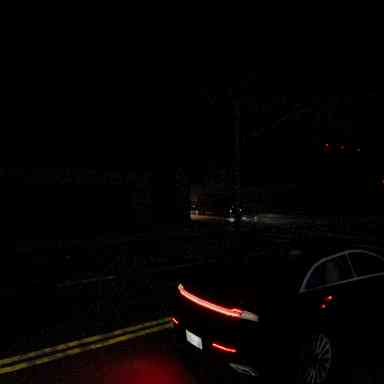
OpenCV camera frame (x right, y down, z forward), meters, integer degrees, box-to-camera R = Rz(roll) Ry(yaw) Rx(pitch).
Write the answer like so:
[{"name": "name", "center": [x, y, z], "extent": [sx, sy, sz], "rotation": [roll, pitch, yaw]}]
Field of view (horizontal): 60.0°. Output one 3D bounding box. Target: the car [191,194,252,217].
[{"name": "car", "center": [2.578, 1.222, 31.302], "extent": [2.150, 2.045, 5.566], "rotation": [0, 0, -36]}]

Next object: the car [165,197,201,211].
[{"name": "car", "center": [-1.243, 1.492, 42.265], "extent": [2.128, 1.511, 4.902], "rotation": [0, 0, -37]}]

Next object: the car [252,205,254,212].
[{"name": "car", "center": [4.295, 1.478, 34.845], "extent": [1.882, 1.535, 5.008], "rotation": [0, 0, -37]}]

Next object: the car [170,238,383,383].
[{"name": "car", "center": [1.998, 1.492, 5.255], "extent": [4.902, 1.511, 2.128], "rotation": [0, 0, -35]}]
